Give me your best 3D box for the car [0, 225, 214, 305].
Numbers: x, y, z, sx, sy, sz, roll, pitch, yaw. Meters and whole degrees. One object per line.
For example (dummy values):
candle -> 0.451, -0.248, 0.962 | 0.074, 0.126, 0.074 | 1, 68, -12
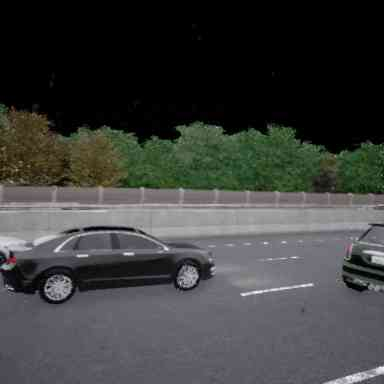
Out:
car -> -1.801, 1.593, 8.143 | 4.892, 1.490, 1.837 | 1, -1, -24

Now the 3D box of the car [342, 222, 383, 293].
car -> 5.745, 1.445, 7.633 | 4.553, 1.767, 2.097 | 1, 0, -24

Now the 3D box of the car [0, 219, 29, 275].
car -> -7.327, 1.595, 9.528 | 4.674, 1.442, 1.812 | 1, -1, -24
